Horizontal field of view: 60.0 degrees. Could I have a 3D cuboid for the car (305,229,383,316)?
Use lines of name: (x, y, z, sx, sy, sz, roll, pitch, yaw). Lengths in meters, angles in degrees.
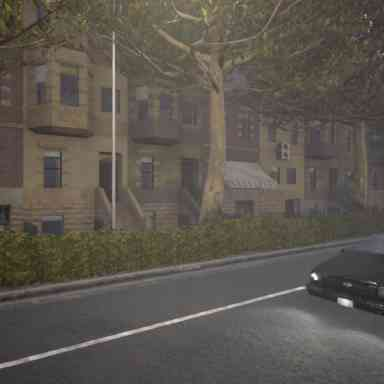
car: (4.845, 1.546, 7.384, 5.357, 1.411, 2.033, 0, 0, -36)
